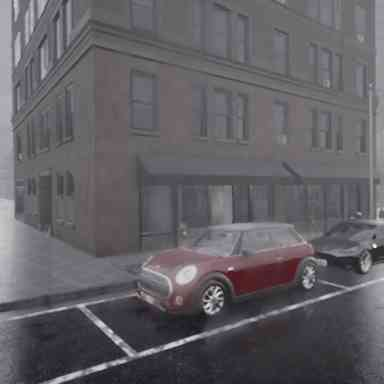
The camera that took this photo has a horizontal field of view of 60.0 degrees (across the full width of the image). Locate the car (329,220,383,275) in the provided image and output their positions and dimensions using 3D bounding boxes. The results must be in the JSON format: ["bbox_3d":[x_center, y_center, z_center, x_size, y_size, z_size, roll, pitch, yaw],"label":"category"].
[{"bbox_3d":[5.338,1.562,10.434,4.313,1.339,1.947,0,-1,-35],"label":"car"}]

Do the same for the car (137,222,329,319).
[{"bbox_3d":[0.846,1.438,7.250,4.097,1.590,1.967,0,-1,-35],"label":"car"}]
